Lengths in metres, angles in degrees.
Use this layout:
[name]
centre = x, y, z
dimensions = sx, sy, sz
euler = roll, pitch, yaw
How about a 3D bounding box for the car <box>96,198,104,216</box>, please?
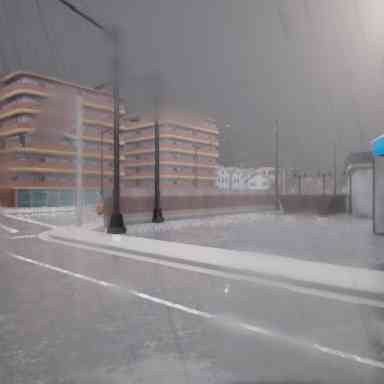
[car]
centre = -6.771, 1.284, 31.781
dimensions = 2.097, 1.767, 4.553
euler = 0, 0, 40
